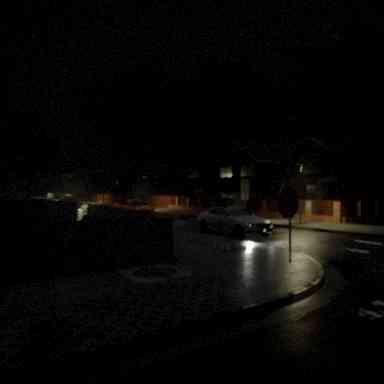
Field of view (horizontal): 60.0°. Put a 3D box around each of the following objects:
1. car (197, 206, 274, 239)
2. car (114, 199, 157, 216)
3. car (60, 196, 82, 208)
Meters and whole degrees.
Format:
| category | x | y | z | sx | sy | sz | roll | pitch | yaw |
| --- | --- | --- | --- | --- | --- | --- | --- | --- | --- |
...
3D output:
| category | x | y | z | sx | sy | sz | roll | pitch | yaw |
| --- | --- | --- | --- | --- | --- | --- | --- | --- | --- |
| car | 2.039 | 1.446 | 17.021 | 1.812 | 1.442 | 4.674 | 0 | 0 | -33 |
| car | -4.622 | 1.344 | 26.623 | 1.882 | 1.535 | 5.008 | 0 | 0 | -35 |
| car | -15.433 | 1.304 | 42.098 | 1.812 | 1.442 | 4.674 | 0 | 0 | -34 |
